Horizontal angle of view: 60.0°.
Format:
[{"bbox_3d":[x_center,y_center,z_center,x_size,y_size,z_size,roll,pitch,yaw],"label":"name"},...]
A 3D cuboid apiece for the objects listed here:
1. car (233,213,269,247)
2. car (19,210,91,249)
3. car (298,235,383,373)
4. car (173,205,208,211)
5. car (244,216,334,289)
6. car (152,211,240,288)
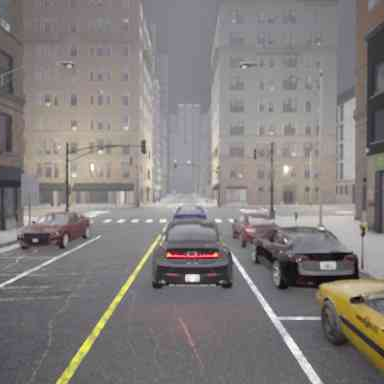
[{"bbox_3d":[2.762,1.570,14.546,1.802,1.307,4.206,-1,0,0],"label":"car"},{"bbox_3d":[-5.783,1.533,14.482,1.887,1.381,4.507,-1,0,0],"label":"car"},{"bbox_3d":[2.840,1.522,3.544,1.752,1.417,4.829,-1,0,0],"label":"car"},{"bbox_3d":[-0.101,1.462,19.125,1.882,1.535,5.008,0,0,0],"label":"car"},{"bbox_3d":[2.802,1.559,8.960,1.947,1.339,4.313,-1,0,0],"label":"car"},{"bbox_3d":[0.004,1.498,9.175,1.837,1.490,4.892,0,0,0],"label":"car"}]
